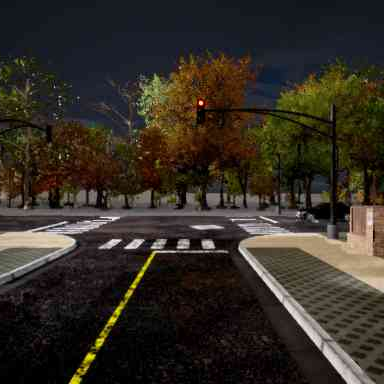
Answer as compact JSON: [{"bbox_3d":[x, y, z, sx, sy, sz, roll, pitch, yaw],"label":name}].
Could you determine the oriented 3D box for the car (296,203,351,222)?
[{"bbox_3d":[10.649,1.572,26.327,4.674,1.442,1.812,0,0,0],"label":"car"}]
